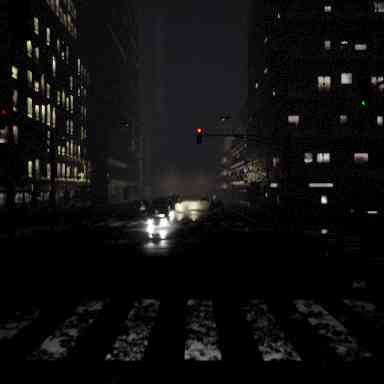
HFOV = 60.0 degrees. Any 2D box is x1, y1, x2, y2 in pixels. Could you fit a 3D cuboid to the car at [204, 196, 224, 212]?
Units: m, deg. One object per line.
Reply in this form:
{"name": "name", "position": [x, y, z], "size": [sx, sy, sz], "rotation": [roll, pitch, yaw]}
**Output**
{"name": "car", "position": [2.747, 1.521, 38.779], "size": [2.008, 1.369, 4.403], "rotation": [-1, 0, 0]}

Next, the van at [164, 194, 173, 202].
{"name": "van", "position": [-5.564, 1.285, 78.376], "size": [1.690, 1.788, 3.998], "rotation": [-1, 0, 0]}

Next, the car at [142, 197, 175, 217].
{"name": "car", "position": [-3.044, 1.467, 31.121], "size": [2.128, 1.511, 4.902], "rotation": [0, 0, 0]}

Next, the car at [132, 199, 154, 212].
{"name": "car", "position": [-5.633, 1.536, 38.794], "size": [1.947, 1.339, 4.313], "rotation": [-1, 0, 0]}

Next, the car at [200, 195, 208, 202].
{"name": "car", "position": [2.807, 1.387, 72.707], "size": [1.967, 1.590, 4.097], "rotation": [-1, 0, 0]}

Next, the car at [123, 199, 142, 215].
{"name": "car", "position": [-5.644, 1.500, 32.970], "size": [1.752, 1.417, 4.829], "rotation": [-1, 0, 0]}

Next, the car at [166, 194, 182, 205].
{"name": "car", "position": [-2.955, 1.307, 58.510], "size": [2.097, 1.767, 4.553], "rotation": [0, 0, 1]}

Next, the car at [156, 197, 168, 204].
{"name": "car", "position": [-5.591, 1.537, 61.412], "size": [1.802, 1.307, 4.206], "rotation": [-1, 0, 0]}

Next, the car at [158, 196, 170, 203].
{"name": "car", "position": [-5.581, 1.496, 67.067], "size": [1.887, 1.381, 4.507], "rotation": [-1, 0, 0]}

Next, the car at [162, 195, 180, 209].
{"name": "car", "position": [-3.019, 1.460, 41.406], "size": [2.128, 1.511, 4.902], "rotation": [0, 0, 0]}
